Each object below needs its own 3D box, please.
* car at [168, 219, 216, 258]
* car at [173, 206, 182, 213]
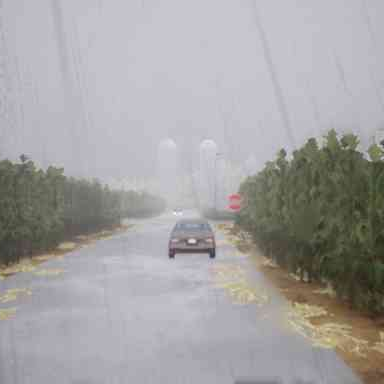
[{"bbox_3d":[0.006,1.840,14.012,2.033,1.411,5.357,0,-2,0],"label":"car"},{"bbox_3d":[-3.077,3.768,72.875,2.128,1.511,4.902,0,-2,0],"label":"car"}]
